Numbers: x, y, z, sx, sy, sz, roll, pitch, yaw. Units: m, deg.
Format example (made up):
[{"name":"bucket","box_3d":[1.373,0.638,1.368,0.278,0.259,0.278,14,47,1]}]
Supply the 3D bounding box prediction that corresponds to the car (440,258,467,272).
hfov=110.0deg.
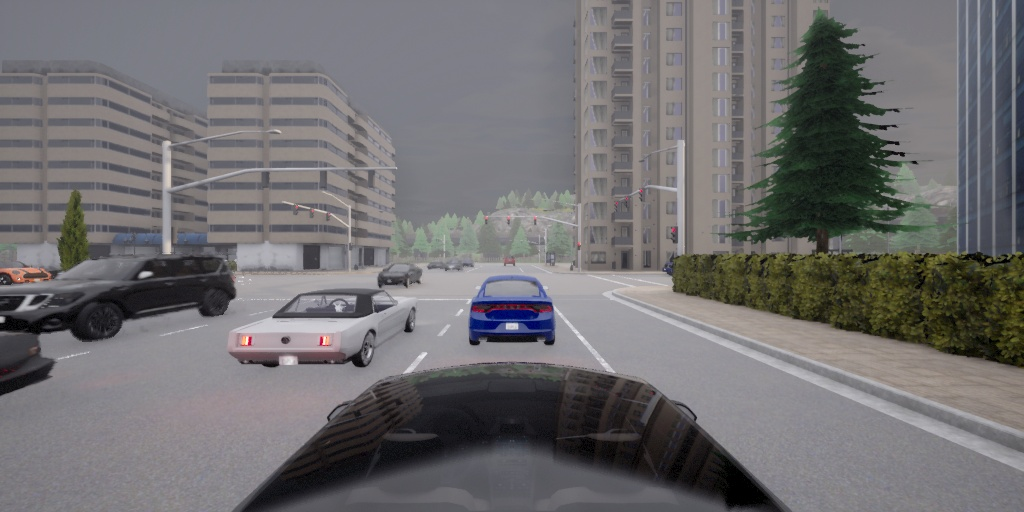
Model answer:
[{"name":"car","box_3d":[-7.477,1.241,46.340,2.128,1.511,4.902,0,0,-1]}]

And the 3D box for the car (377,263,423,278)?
[{"name":"car","box_3d":[-7.295,1.227,23.781,1.882,1.535,5.008,0,0,-1]}]

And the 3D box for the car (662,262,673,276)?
[{"name":"car","box_3d":[17.894,0.971,35.453,5.566,2.045,2.150,0,0,0]}]

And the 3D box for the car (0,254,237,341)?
[{"name":"car","box_3d":[-10.686,0.971,10.203,2.150,2.045,5.566,0,0,0]}]

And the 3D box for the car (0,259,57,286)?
[{"name":"car","box_3d":[-35.097,1.102,24.810,4.553,1.767,2.097,0,0,0]}]

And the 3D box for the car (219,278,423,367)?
[{"name":"car","box_3d":[-3.496,1.351,7.841,1.895,1.301,4.718,0,0,0]}]

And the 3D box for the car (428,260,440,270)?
[{"name":"car","box_3d":[-11.048,1.314,52.674,1.994,1.385,4.181,0,0,0]}]

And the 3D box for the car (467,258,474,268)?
[{"name":"car","box_3d":[-7.599,1.102,60.090,2.097,1.767,4.553,0,0,0]}]

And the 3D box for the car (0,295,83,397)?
[{"name":"car","box_3d":[-7.104,1.297,2.385,2.033,1.411,5.357,0,0,-1]}]

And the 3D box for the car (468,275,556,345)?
[{"name":"car","box_3d":[-0.004,1.228,9.507,1.882,1.535,5.008,0,0,0]}]
